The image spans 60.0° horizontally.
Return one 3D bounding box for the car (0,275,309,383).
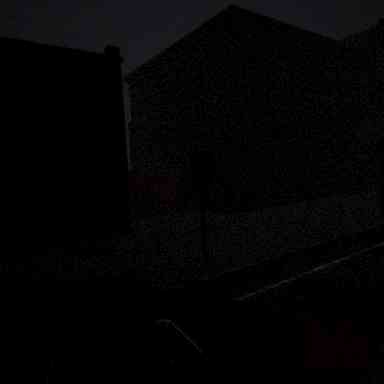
[{"bbox_3d":[-1.181,1.569,2.841,4.718,1.301,1.895,0,0,-35],"label":"car"}]
